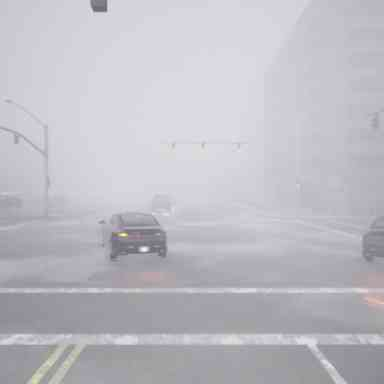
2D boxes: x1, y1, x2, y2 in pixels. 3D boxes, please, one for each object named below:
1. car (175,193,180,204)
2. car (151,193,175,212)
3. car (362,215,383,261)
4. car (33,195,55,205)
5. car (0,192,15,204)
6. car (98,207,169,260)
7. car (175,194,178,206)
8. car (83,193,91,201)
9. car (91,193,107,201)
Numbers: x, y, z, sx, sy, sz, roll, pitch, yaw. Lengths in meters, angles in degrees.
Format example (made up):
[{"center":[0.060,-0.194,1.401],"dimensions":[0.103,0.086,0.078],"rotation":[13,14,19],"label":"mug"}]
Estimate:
[{"center":[-3.501,1.197,65.662],"dimensions":[2.150,2.045,5.566],"rotation":[0,1,0],"label":"car"},{"center":[-3.578,1.210,39.609],"dimensions":[2.150,2.045,5.566],"rotation":[0,0,0],"label":"car"},{"center":[7.293,1.464,11.235],"dimensions":[1.837,1.490,4.892],"rotation":[-5,-2,44],"label":"car"},{"center":[-26.703,1.379,59.444],"dimensions":[1.970,1.475,3.806],"rotation":[0,0,0],"label":"car"},{"center":[-43.557,1.135,76.936],"dimensions":[1.905,1.878,3.866],"rotation":[0,0,0],"label":"car"},{"center":[-2.291,1.472,12.388],"dimensions":[1.837,1.490,4.892],"rotation":[1,0,-20],"label":"car"},{"center":[-3.557,1.486,51.780],"dimensions":[1.837,1.490,4.892],"rotation":[0,1,0],"label":"car"},{"center":[-23.933,1.134,76.901],"dimensions":[1.905,1.878,3.866],"rotation":[0,0,0],"label":"car"},{"center":[-21.039,1.131,76.836],"dimensions":[1.932,1.855,4.605],"rotation":[0,0,0],"label":"car"}]
